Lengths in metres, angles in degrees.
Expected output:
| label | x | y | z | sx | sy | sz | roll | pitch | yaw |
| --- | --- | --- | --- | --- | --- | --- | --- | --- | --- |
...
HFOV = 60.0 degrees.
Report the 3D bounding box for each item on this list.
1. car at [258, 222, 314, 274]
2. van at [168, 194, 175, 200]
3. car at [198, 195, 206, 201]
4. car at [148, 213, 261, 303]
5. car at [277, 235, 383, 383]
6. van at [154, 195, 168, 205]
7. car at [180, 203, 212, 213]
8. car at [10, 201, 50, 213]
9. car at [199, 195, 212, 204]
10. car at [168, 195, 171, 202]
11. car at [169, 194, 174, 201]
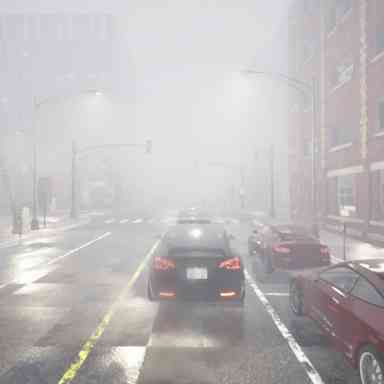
| label | x | y | z | sx | sy | sz | roll | pitch | yaw |
| --- | --- | --- | --- | --- | --- | --- | --- | --- | --- |
| car | 2.827 | 1.585 | 10.253 | 1.802 | 1.307 | 4.206 | 1 | 0 | 0 |
| van | -5.771 | 1.376 | 93.451 | 1.690 | 1.788 | 3.998 | 1 | 0 | 0 |
| car | 2.612 | 1.597 | 87.768 | 1.947 | 1.339 | 4.313 | 1 | 0 | 0 |
| car | 0.092 | 1.506 | 8.298 | 2.163 | 1.488 | 4.792 | 0 | 0 | 0 |
| car | 2.663 | 1.583 | 4.597 | 1.802 | 1.307 | 4.206 | 1 | 0 | 0 |
| van | -5.736 | 1.359 | 59.537 | 1.690 | 1.788 | 3.998 | 1 | 0 | 0 |
| car | 0.083 | 1.552 | 17.570 | 2.033 | 1.411 | 5.357 | 0 | 0 | -1 |
| car | -18.750 | 1.730 | 38.614 | 4.313 | 1.339 | 1.947 | 0 | -1 | 0 |
| car | 2.641 | 1.544 | 59.677 | 1.752 | 1.417 | 4.829 | 1 | 0 | 0 |
| car | -5.746 | 1.603 | 65.189 | 1.802 | 1.307 | 4.206 | 1 | 0 | 0 |
| car | -5.757 | 1.607 | 76.494 | 1.802 | 1.307 | 4.206 | 1 | 0 | 0 |
